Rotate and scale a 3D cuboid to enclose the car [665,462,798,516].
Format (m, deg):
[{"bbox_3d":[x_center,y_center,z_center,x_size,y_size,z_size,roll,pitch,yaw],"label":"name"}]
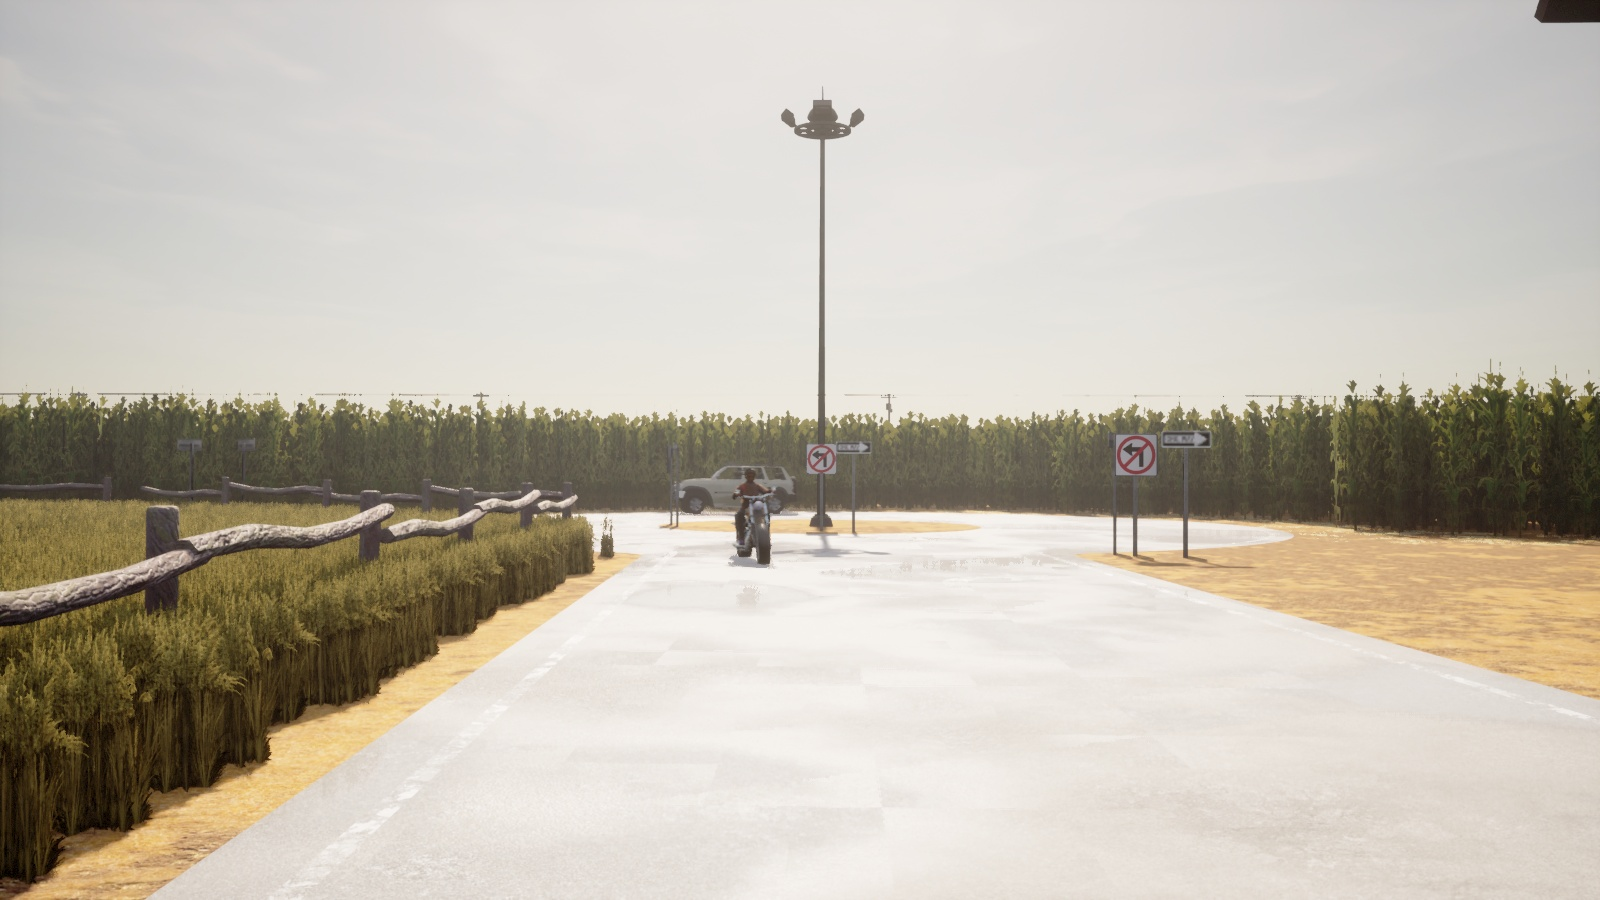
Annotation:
[{"bbox_3d":[-2.505,1.402,45.394,4.605,1.855,1.932,0,-2,-11],"label":"car"}]

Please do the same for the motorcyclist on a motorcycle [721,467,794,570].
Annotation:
[{"bbox_3d":[-0.766,1.130,21.616,0.766,1.649,2.350,-1,-1,-13],"label":"motorcyclist on a motorcycle"}]
